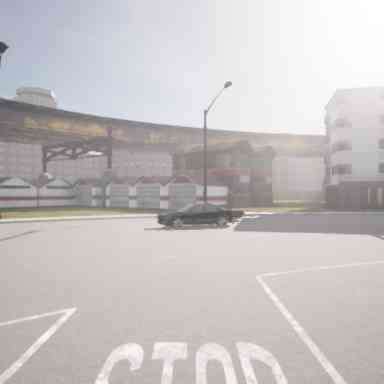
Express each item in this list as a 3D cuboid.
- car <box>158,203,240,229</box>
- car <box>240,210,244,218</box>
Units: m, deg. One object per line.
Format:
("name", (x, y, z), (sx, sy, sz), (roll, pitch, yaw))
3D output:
("car", (0.256, 1.471, 21.563), (5.008, 1.535, 1.882), (0, -1, -21))
("car", (1.519, 1.593, 25.705), (4.718, 1.301, 1.895), (0, 0, -17))
